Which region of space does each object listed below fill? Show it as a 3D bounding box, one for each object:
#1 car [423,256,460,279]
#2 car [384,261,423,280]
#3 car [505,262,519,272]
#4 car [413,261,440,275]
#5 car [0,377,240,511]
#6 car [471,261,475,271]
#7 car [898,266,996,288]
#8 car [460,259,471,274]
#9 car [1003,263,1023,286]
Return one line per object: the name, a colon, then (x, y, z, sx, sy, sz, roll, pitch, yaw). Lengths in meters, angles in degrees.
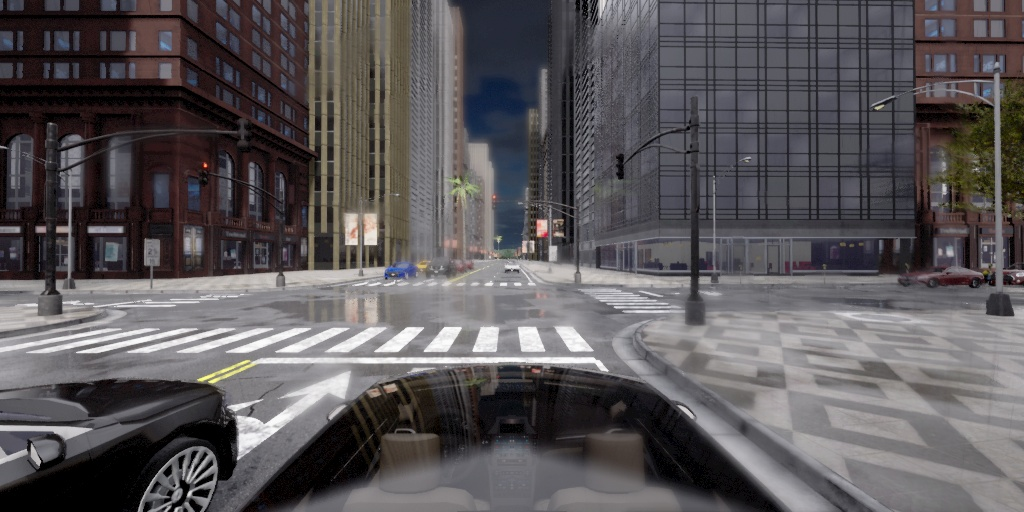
car: (-6.674, 1.038, 34.333, 2.150, 2.045, 5.566, 0, 0, 0)
car: (-9.916, 1.289, 32.430, 1.882, 1.535, 5.008, 0, 0, 0)
car: (-0.003, 1.460, 47.176, 1.895, 1.301, 4.718, 0, 0, 0)
car: (-9.927, 1.318, 41.942, 1.882, 1.535, 5.008, 0, 0, 0)
car: (-3.138, 1.241, 0.967, 2.128, 1.511, 4.902, 0, 0, -1)
car: (-6.698, 1.362, 53.532, 1.882, 1.535, 5.008, 0, 0, 0)
car: (26.418, 1.276, 22.078, 4.207, 1.307, 1.802, 0, 0, -1)
car: (-6.676, 1.198, 43.583, 2.097, 1.767, 4.553, 0, 0, 0)
car: (32.056, 1.118, 22.178, 4.097, 1.591, 1.967, 0, 0, -1)
